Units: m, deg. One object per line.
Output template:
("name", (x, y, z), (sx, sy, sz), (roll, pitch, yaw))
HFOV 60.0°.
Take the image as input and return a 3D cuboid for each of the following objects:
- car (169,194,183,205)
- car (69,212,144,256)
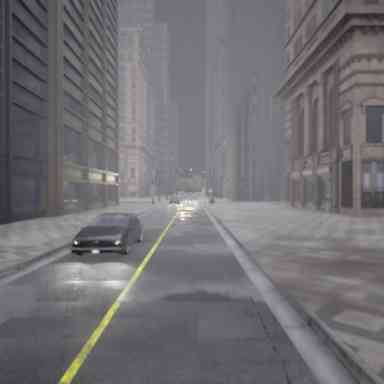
("car", (-3.026, 1.481, 57.699), (1.837, 1.490, 4.892), (0, 0, 0))
("car", (-3.105, 1.531, 13.351), (2.033, 1.411, 5.357), (0, 0, 0))
